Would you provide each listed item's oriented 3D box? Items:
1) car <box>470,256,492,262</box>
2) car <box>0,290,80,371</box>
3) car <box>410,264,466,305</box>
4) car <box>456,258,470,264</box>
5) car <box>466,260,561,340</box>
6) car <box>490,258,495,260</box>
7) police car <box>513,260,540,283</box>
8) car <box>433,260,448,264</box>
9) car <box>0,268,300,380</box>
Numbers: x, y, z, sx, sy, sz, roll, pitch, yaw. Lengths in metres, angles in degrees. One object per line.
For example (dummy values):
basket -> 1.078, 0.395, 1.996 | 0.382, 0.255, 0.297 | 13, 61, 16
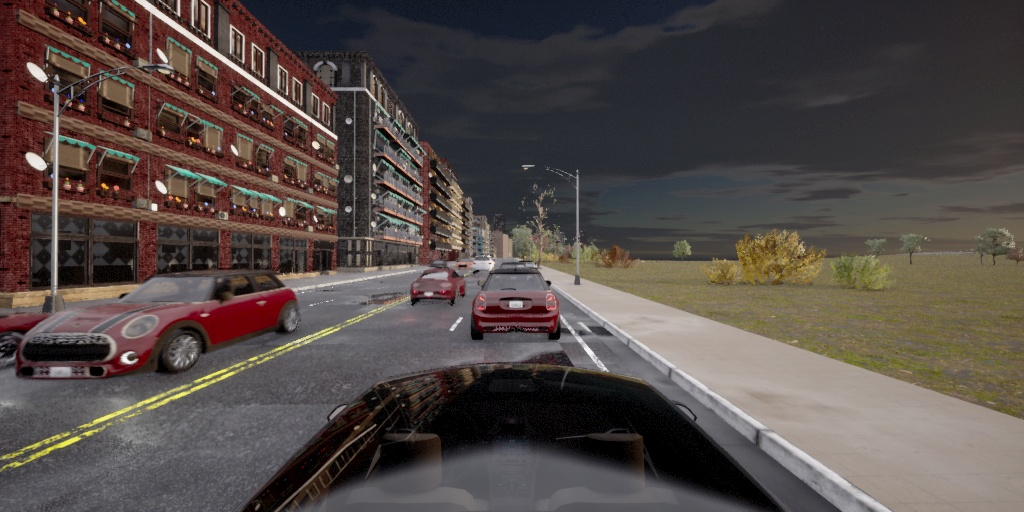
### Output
car -> -3.205, 0.973, 41.501 | 2.150, 2.045, 5.566 | 0, 0, 0
car -> -9.856, 1.351, 5.043 | 1.895, 1.301, 4.718 | 0, 0, 0
car -> -3.172, 1.278, 15.946 | 1.812, 1.442, 4.674 | 0, 0, 0
car -> -6.664, 1.105, 50.492 | 2.097, 1.767, 4.553 | 0, 0, 0
car -> 0.081, 1.103, 10.133 | 2.097, 1.767, 4.553 | 0, 0, 0
car -> 0.078, 1.105, 19.833 | 2.097, 1.767, 4.553 | 0, 0, 0
police car -> 1.098, 1.179, 29.401 | 1.930, 1.638, 5.238 | 0, 0, 0
car -> -9.915, 1.300, 48.708 | 2.033, 1.411, 5.357 | 0, 0, 0
car -> -6.610, 1.103, 7.491 | 2.097, 1.767, 4.553 | 0, 0, 0
